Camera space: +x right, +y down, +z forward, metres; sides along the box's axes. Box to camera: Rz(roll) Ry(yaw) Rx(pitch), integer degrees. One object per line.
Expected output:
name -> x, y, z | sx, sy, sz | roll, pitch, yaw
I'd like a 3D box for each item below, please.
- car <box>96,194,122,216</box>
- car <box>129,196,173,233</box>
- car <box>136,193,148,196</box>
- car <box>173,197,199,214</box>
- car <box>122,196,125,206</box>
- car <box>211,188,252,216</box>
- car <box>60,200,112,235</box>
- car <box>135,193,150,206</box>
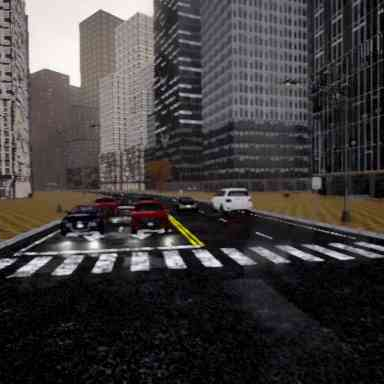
car -> -7.240, 1.150, 27.918 | 1.882, 1.535, 5.008 | -1, 1, -9
car -> -2.379, 1.225, 18.249 | 1.882, 1.535, 5.008 | -1, 1, -9
car -> -4.014, 1.116, 28.328 | 1.837, 1.490, 4.892 | -1, 1, -9
car -> -0.631, 1.109, 28.964 | 1.994, 1.385, 4.181 | -1, 1, -9
car -> -9.630, 0.981, 42.284 | 1.837, 1.490, 4.892 | -1, 1, -10
car -> 3.043, 0.743, 26.634 | 2.150, 2.045, 5.566 | -1, 1, -9
car -> -5.546, 1.377, 17.471 | 1.994, 1.385, 4.181 | -1, 1, -9
car -> -6.341, 0.927, 42.318 | 1.837, 1.490, 4.892 | -1, 1, -10
